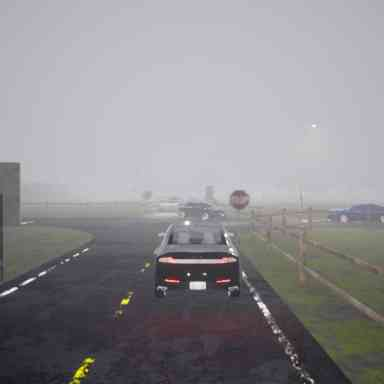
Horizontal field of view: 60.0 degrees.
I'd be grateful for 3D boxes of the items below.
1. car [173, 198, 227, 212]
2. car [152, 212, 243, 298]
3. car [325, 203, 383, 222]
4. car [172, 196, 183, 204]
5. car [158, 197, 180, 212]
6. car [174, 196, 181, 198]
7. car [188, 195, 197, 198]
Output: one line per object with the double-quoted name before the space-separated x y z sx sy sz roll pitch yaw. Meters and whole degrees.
"car" 0.801 1.499 26.898 1.837 1.490 4.892 0 0 -38
"car" 0.111 1.489 8.483 2.128 1.511 4.902 0 0 0
"car" 13.010 1.586 25.922 5.008 1.535 1.882 0 0 0
"car" -2.722 1.546 64.513 1.994 1.385 4.181 0 0 1
"car" -2.819 1.591 39.323 1.895 1.301 4.718 0 0 1
"car" -2.776 1.465 51.994 1.882 1.535 5.008 0 0 0
"car" 0.157 1.458 71.326 1.882 1.535 5.008 0 0 0
